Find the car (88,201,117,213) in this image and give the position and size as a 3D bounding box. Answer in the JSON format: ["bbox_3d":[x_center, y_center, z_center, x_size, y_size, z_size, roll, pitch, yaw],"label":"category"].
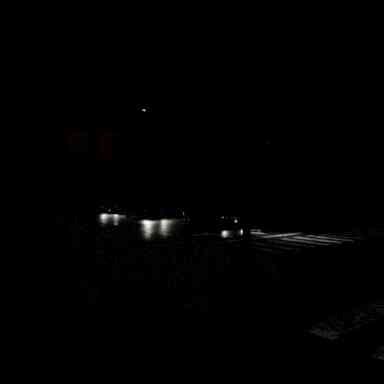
[{"bbox_3d":[-10.454,1.741,38.897,1.895,1.301,4.718,0,0,-36],"label":"car"}]

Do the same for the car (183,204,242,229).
[{"bbox_3d":[1.281,1.554,22.559,2.128,1.511,4.902,0,0,-36],"label":"car"}]

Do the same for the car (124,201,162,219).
[{"bbox_3d":[-4.547,1.579,30.666,1.882,1.535,5.008,0,0,-35],"label":"car"}]
